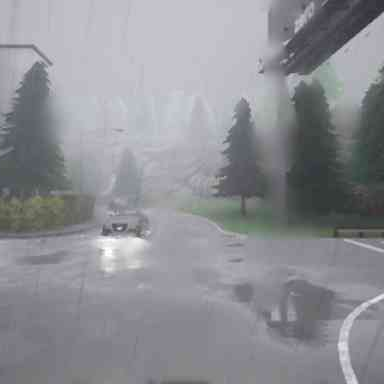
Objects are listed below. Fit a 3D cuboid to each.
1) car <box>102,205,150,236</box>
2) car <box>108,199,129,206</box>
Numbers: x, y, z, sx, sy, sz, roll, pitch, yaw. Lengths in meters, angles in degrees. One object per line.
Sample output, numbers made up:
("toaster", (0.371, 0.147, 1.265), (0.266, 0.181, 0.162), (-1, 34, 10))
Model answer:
("car", (-3.560, 1.634, 18.638), (1.994, 1.385, 4.181), (0, 0, 2))
("car", (-9.470, 1.631, 42.745), (1.837, 1.490, 4.892), (2, -1, -27))
